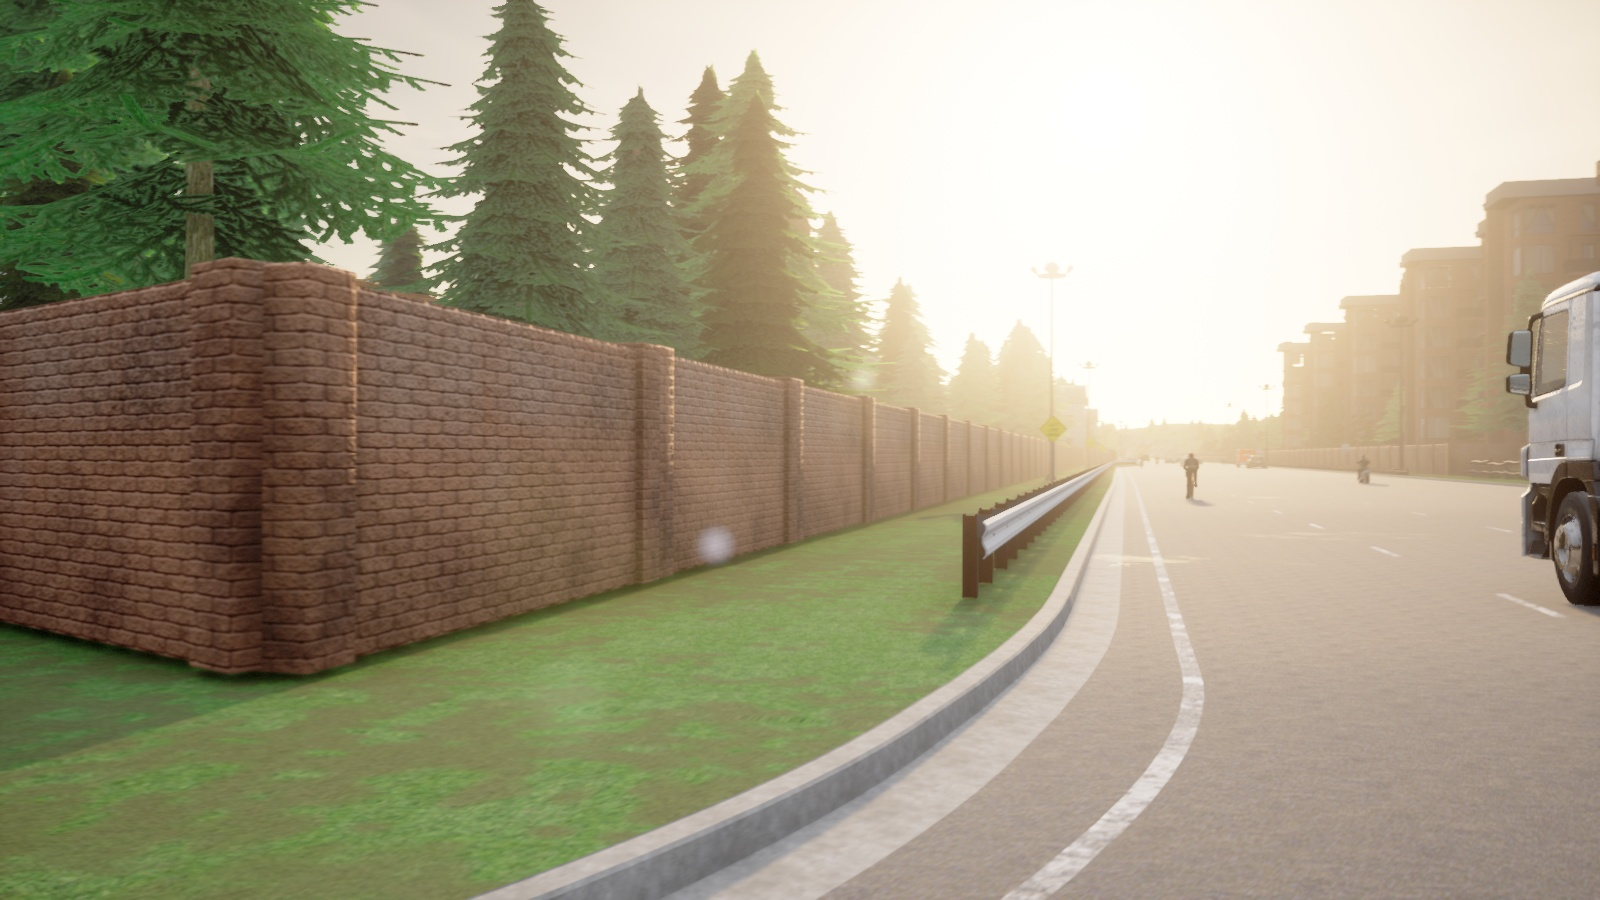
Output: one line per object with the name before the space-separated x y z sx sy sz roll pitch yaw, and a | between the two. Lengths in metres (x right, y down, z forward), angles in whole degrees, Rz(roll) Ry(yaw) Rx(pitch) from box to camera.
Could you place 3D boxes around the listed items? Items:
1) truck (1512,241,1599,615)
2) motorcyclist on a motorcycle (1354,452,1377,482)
truck | 8.495 -0.207 10.067 2.891 3.462 7.936 0 0 15
motorcyclist on a motorcycle | 31.175 0.942 69.276 0.766 1.649 2.350 0 0 14
